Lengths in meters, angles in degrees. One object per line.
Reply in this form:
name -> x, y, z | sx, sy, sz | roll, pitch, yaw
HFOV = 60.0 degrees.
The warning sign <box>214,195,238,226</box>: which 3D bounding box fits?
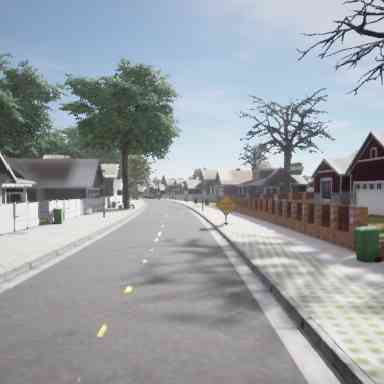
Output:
warning sign -> 2.081, 1.101, 20.278 | 1.300, 1.860, 1.060 | 1, 1, -2
